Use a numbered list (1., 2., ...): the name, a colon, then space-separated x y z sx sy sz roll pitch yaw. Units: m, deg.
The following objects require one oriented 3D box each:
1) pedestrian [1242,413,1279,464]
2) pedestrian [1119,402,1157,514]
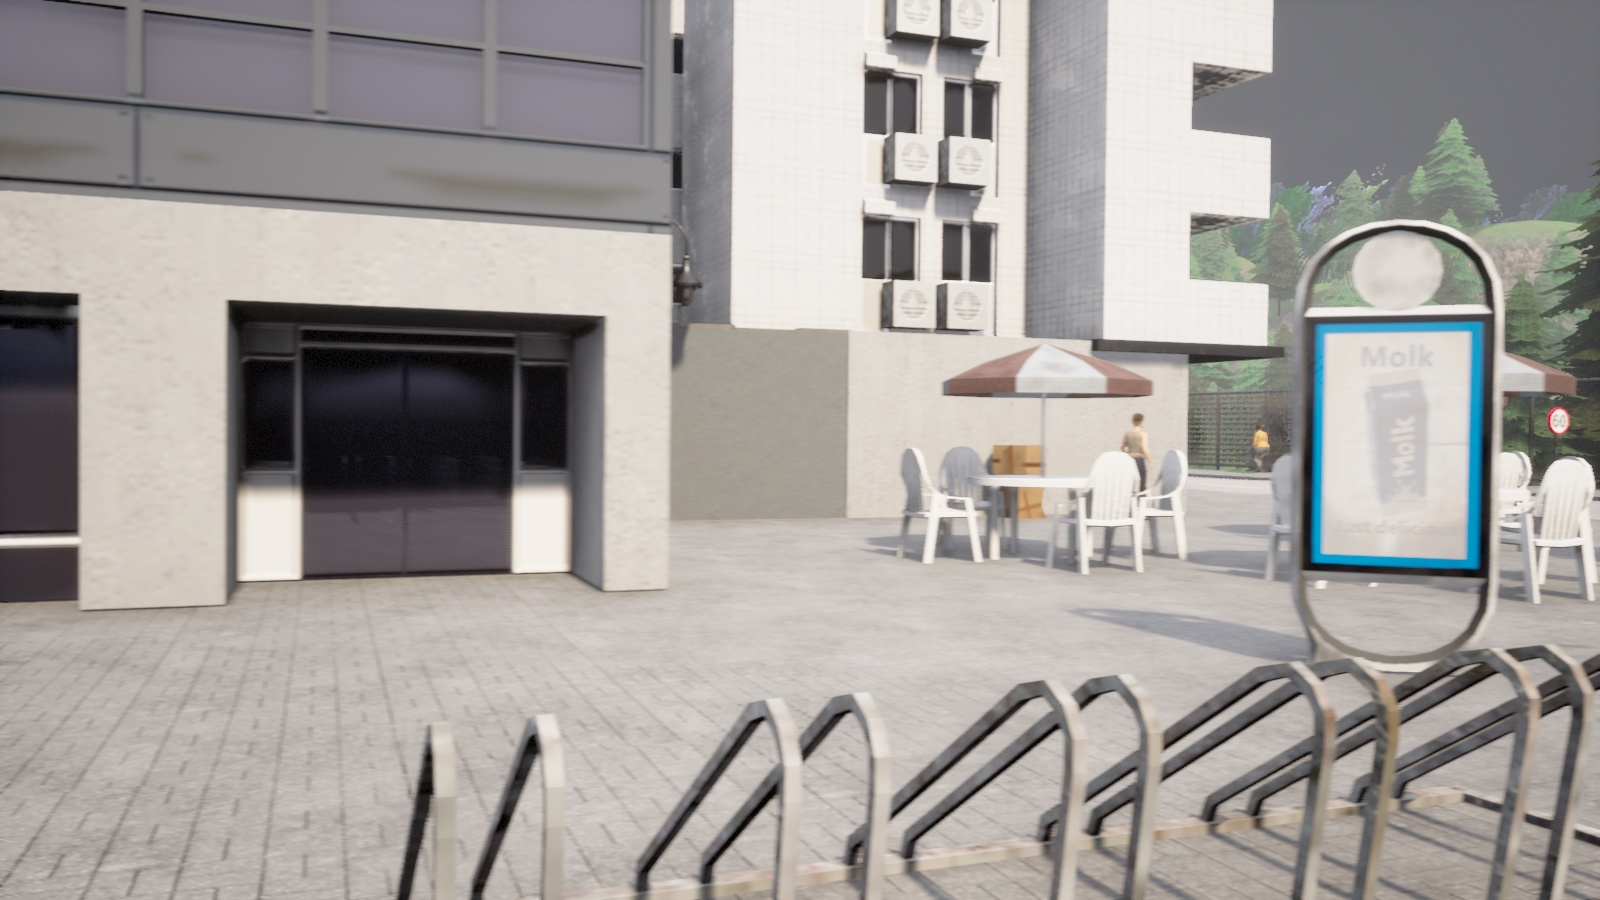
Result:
1. pedestrian: 16.947 -0.427 46.220 0.874 1.855 0.900 -1 1 -22
2. pedestrian: 5.632 0.127 20.914 0.594 1.836 0.345 -1 1 -43
